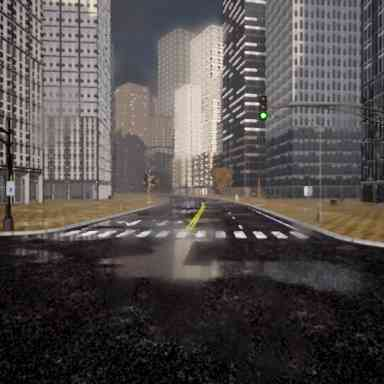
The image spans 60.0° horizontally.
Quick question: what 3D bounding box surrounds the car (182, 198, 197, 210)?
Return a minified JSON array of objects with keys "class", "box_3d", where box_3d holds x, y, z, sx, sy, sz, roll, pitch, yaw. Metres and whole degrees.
[{"class":"car","box_3d":[-0.260,1.567,44.387,2.033,1.411,5.357,0,0,4]}]
